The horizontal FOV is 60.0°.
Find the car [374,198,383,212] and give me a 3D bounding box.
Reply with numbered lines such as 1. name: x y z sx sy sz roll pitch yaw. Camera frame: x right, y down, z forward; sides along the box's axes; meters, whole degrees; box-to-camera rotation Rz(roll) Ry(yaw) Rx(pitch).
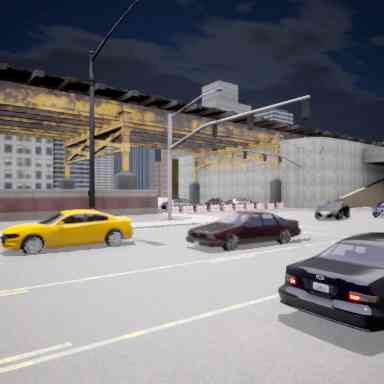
1. car: 23.388 1.491 38.643 4.902 1.511 2.128 0 0 -37

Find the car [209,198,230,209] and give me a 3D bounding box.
1. car: 2.815 1.453 40.495 2.038 1.542 4.974 0 0 18

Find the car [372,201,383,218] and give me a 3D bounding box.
1. car: 17.437 1.526 29.126 4.674 1.442 1.812 0 0 -43

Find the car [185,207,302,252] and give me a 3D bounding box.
1. car: 2.374 1.547 14.188 5.357 1.411 2.033 0 0 -34

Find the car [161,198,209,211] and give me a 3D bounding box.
1. car: -0.930 1.453 37.810 4.974 1.542 2.038 0 0 8

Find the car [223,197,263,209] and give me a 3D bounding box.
1. car: 6.725 1.453 44.255 4.974 1.542 2.038 0 0 -7

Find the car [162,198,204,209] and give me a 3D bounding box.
1. car: -0.981 1.295 37.817 4.536 1.218 1.853 0 0 8

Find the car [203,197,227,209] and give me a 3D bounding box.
1. car: 2.831 1.295 40.545 1.853 1.218 4.536 0 0 18

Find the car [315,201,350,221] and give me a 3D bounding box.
1. car: 11.542 1.491 27.184 2.128 1.511 4.902 0 0 37

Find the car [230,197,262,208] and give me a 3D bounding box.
1. car: 6.674 1.295 44.249 4.536 1.218 1.853 0 0 -7

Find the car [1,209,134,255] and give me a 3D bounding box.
1. car: -4.828 1.477 13.443 5.008 1.535 1.882 0 0 -35

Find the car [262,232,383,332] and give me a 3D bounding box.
1. car: 4.079 1.547 6.688 5.357 1.411 2.033 0 0 -35
